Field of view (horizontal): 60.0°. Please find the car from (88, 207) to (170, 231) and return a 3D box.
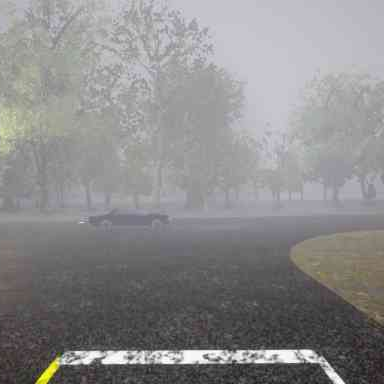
[{"bbox_3d":[-3.695,1.585,20.103,4.718,1.301,1.895,0,0,-9],"label":"car"}]
